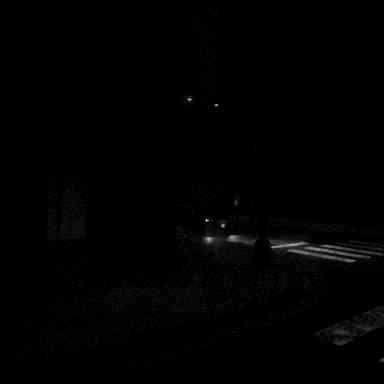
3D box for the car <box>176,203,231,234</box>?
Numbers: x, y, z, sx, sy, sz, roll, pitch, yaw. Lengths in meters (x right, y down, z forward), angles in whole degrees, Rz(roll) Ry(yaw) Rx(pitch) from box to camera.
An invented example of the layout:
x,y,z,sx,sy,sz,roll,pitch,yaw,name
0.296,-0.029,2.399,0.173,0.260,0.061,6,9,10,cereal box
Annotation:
x,y,z,sx,sy,sz,roll,pitch,yaw,name
0.091,1.406,18.639,2.128,1.511,4.902,0,0,-37,car
